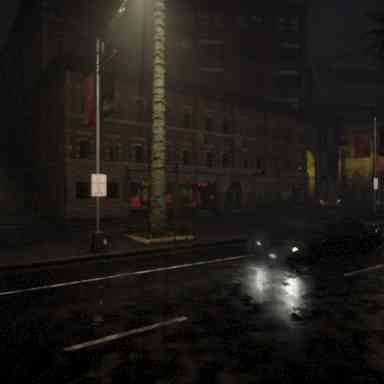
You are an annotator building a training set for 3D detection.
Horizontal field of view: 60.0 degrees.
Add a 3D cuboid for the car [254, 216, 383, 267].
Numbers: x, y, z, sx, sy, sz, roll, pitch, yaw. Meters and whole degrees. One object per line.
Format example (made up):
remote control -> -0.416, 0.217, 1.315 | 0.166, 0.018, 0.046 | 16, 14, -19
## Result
car -> 4.603, 1.546, 11.576 | 5.357, 1.411, 2.033 | 0, 0, -36
